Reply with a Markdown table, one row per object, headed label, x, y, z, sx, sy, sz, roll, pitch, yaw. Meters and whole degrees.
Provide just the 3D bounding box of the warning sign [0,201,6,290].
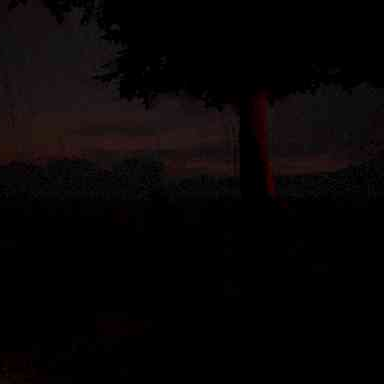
| label | x | y | z | sx | sy | sz | roll | pitch | yaw |
| --- | --- | --- | --- | --- | --- | --- | --- | --- | --- |
| warning sign | -4.789 | 1.115 | 6.898 | 1.060 | 1.860 | 1.300 | 2 | 0 | 40 |
